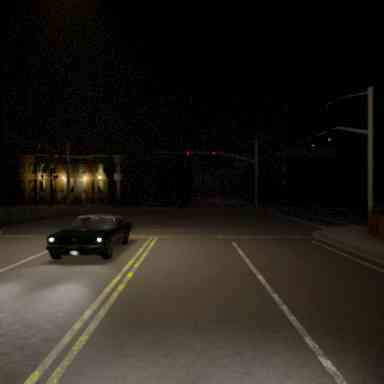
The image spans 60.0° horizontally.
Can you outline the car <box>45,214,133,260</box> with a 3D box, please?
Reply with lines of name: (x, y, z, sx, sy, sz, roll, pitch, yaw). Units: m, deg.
car: (-3.513, 1.510, 12.186, 1.895, 1.301, 4.718, 0, 0, 0)
